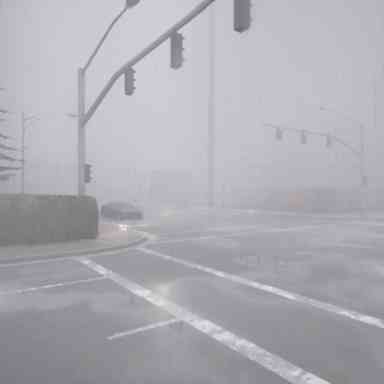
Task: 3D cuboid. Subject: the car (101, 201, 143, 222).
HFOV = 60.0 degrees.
[{"bbox_3d":[-5.656,1.504,26.665,1.882,1.535,5.008,0,1,-35],"label":"car"}]
